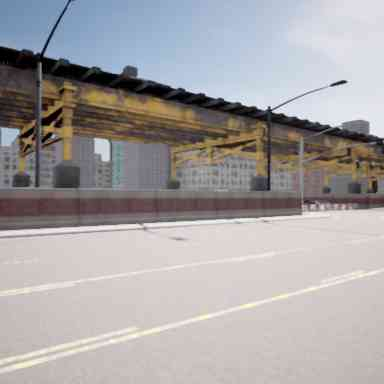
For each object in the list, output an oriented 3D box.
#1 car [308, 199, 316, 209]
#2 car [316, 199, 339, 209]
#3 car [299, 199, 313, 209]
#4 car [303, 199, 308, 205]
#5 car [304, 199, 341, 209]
[{"bbox_3d":[16.419,1.833,48.084,2.038,1.542,4.974,0,0,18],"label":"car"},{"bbox_3d":[20.277,1.725,51.839,4.536,1.218,1.853,0,0,-7],"label":"car"},{"bbox_3d":[16.436,1.676,48.134,1.853,1.218,4.536,0,0,18],"label":"car"},{"bbox_3d":[12.675,1.790,45.397,4.974,1.542,2.038,0,0,8],"label":"car"},{"bbox_3d":[20.327,1.883,51.845,4.974,1.542,2.038,0,0,-7],"label":"car"}]
